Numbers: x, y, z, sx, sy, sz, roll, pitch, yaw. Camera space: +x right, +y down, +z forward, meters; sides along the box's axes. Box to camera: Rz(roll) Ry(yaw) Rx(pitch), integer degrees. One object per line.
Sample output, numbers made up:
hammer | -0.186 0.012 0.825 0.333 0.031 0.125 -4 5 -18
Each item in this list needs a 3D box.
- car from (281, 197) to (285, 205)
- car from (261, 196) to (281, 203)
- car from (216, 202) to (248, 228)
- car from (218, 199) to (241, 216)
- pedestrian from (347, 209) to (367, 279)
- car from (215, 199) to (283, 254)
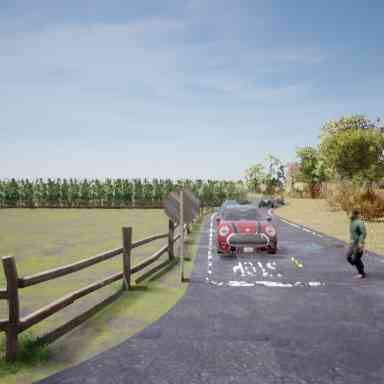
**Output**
car | 14.569 1.472 56.199 1.812 1.442 4.674 0 0 20
car | 10.719 1.316 46.718 2.097 1.767 4.553 0 0 22
car | 2.773 1.544 23.768 2.033 1.411 5.357 0 0 5
car | 4.000 1.537 34.442 2.033 1.411 5.357 0 0 10
pedestrian | 4.195 1.277 8.477 0.375 1.860 0.375 -1 1 4
car | 2.035 1.351 13.382 2.097 1.767 4.553 0 0 4
